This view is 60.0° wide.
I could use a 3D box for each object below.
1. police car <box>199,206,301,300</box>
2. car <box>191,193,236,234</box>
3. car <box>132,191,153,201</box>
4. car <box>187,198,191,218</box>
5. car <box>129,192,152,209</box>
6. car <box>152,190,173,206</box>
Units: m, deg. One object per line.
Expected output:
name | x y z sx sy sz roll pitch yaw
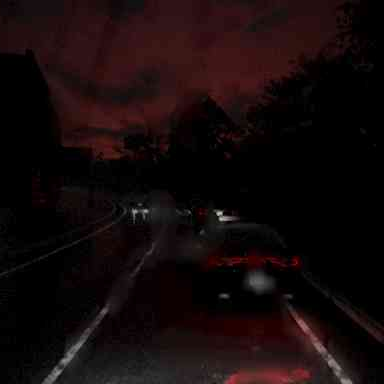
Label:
police car | 1.227 1.389 8.517 1.930 1.638 5.238 0 0 1
car | 1.239 1.115 18.588 2.150 2.045 5.566 0 1 -2
car | -8.413 0.677 55.726 2.033 1.411 5.357 1 2 -25
car | 0.888 1.054 24.745 2.150 2.045 5.566 0 1 -5
car | -6.199 1.070 38.117 2.128 1.511 4.902 1 1 -14
car | -4.075 0.730 43.705 2.150 2.045 5.566 1 1 -18
